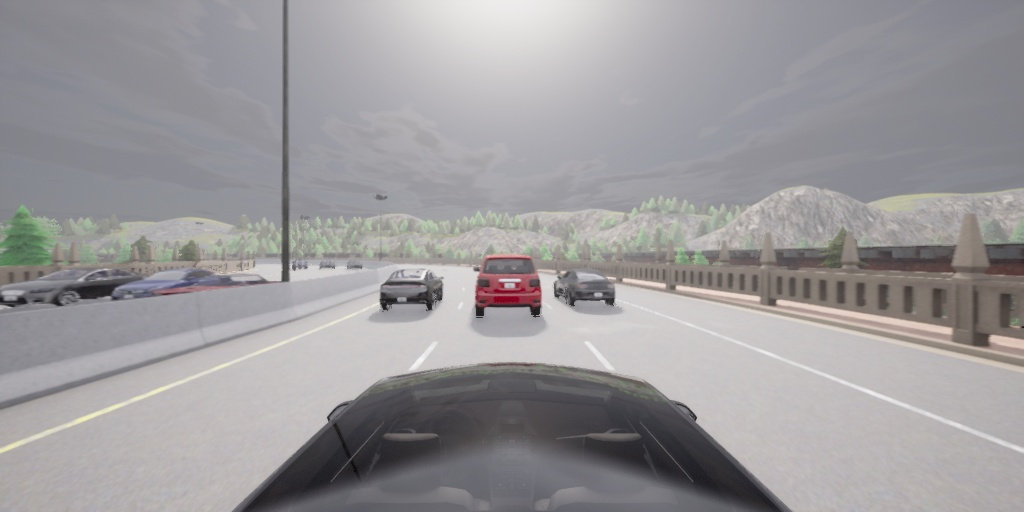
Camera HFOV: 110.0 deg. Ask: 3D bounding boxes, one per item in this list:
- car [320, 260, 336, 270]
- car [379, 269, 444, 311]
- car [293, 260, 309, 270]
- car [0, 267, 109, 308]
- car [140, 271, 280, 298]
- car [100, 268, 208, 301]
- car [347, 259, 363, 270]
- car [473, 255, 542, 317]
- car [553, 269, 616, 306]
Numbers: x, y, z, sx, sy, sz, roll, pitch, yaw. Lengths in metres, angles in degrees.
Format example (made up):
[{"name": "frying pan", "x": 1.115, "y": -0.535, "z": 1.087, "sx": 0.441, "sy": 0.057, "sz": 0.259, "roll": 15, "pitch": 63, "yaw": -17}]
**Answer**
[{"name": "car", "x": -28.226, "y": 1.351, "z": 54.815, "sx": 1.994, "sy": 1.385, "sz": 4.181, "roll": 0, "pitch": 0, "yaw": -31}, {"name": "car", "x": -3.871, "y": 1.250, "z": 14.430, "sx": 2.128, "sy": 1.511, "sz": 4.902, "roll": 0, "pitch": 0, "yaw": -4}, {"name": "car", "x": -32.439, "y": 1.315, "z": 54.982, "sx": 1.812, "sy": 1.442, "sz": 4.674, "roll": 0, "pitch": 0, "yaw": -33}, {"name": "car", "x": -18.195, "y": 1.251, "z": 15.264, "sx": 2.128, "sy": 1.511, "sz": 4.902, "roll": 0, "pitch": 0, "yaw": -6}, {"name": "car", "x": -11.008, "y": 1.359, "z": 13.834, "sx": 1.895, "sy": 1.301, "sz": 4.718, "roll": 0, "pitch": 0, "yaw": -5}, {"name": "car", "x": -14.735, "y": 1.285, "z": 15.872, "sx": 1.812, "sy": 1.442, "sz": 4.674, "roll": 0, "pitch": 0, "yaw": -6}, {"name": "car", "x": -23.686, "y": 1.290, "z": 54.113, "sx": 1.837, "sy": 1.490, "sz": 4.892, "roll": 0, "pitch": 0, "yaw": -30}, {"name": "car", "x": -0.258, "y": 0.980, "z": 13.392, "sx": 2.150, "sy": 2.045, "sz": 5.566, "roll": 0, "pitch": 0, "yaw": -4}, {"name": "car", "x": 3.046, "y": 1.285, "z": 15.693, "sx": 1.812, "sy": 1.442, "sz": 4.674, "roll": 0, "pitch": 0, "yaw": -5}]
